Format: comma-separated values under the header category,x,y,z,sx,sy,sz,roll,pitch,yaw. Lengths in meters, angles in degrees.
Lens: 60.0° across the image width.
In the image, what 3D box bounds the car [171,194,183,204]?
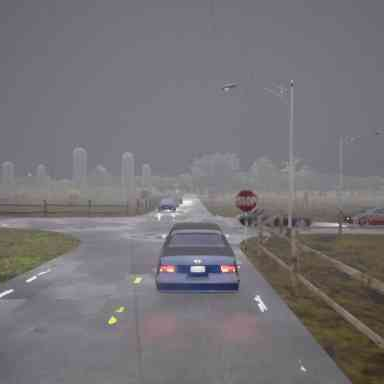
category,x,y,z,sx,sy,sz,roll,pitch,yaw
car,-2.833,1.441,49.254,2.128,1.511,4.902,0,0,0

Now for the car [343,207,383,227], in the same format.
category,x,y,z,sx,sy,sz,roll,pitch,yaw
car,13.506,1.823,24.569,4.181,1.385,1.994,1,1,0

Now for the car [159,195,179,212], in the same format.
category,x,y,z,sx,sy,sz,roll,pitch,yaw
car,-2.799,1.445,38.819,1.882,1.535,5.008,0,0,-1

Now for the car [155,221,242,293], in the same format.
category,x,y,z,sx,sy,sz,roll,pitch,yaw
car,0.106,1.543,8.962,2.033,1.411,5.357,0,0,0

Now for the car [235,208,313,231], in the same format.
category,x,y,z,sx,sy,sz,roll,pitch,yaw
car,5.282,1.739,21.576,4.718,1.301,1.895,1,1,0
